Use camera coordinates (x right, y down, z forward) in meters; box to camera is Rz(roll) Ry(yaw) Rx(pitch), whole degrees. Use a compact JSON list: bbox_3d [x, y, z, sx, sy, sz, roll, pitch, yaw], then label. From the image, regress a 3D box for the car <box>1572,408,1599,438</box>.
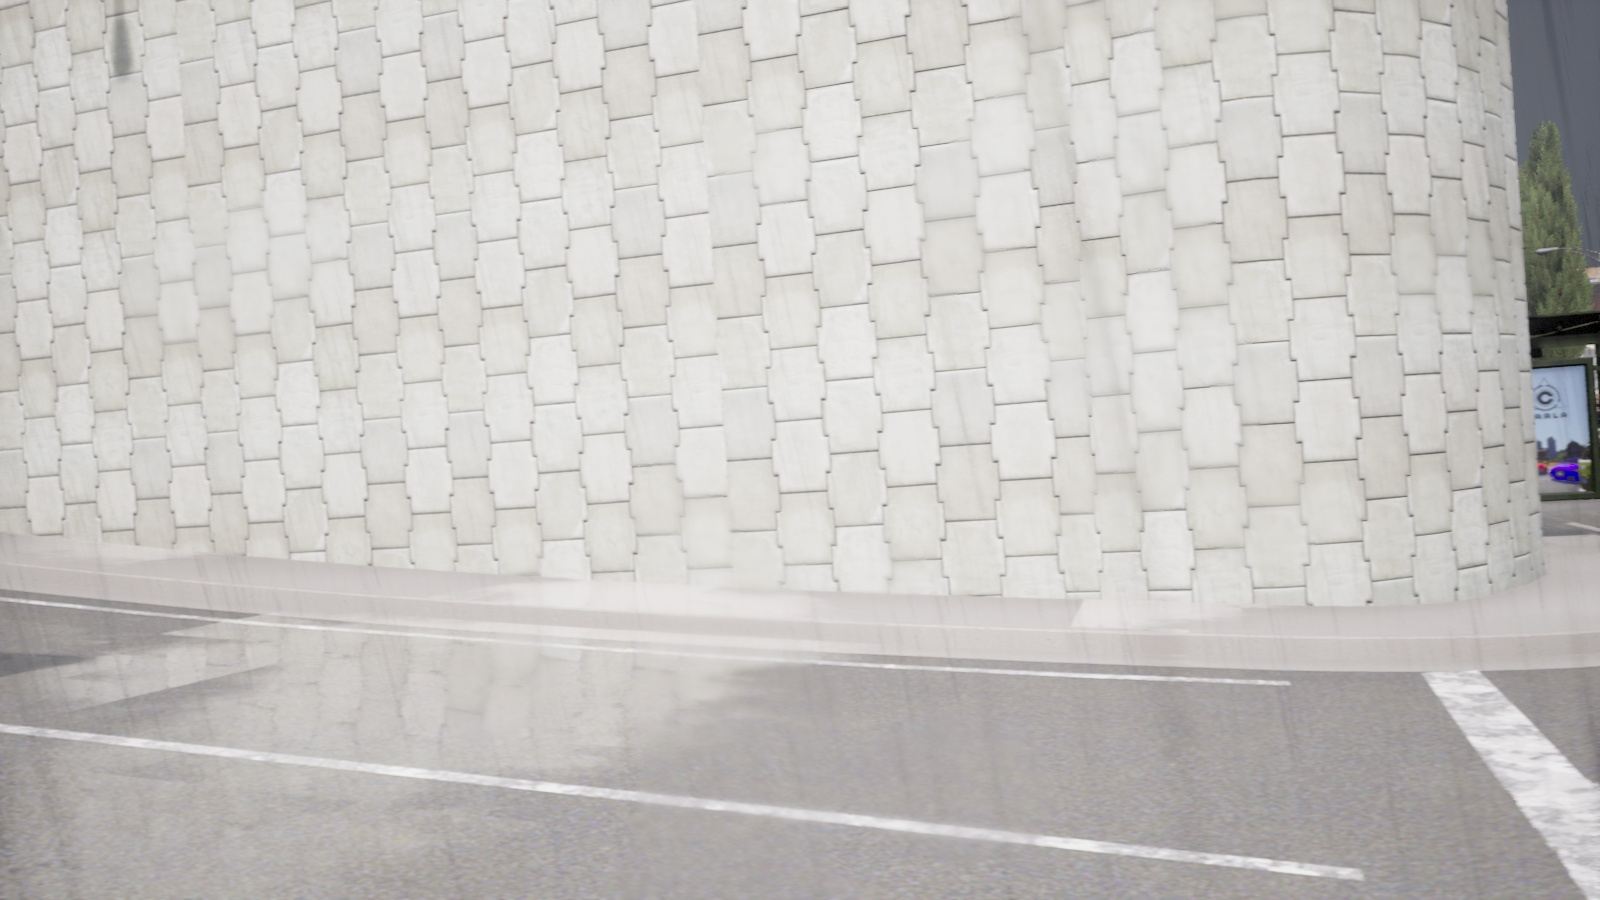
[{"bbox_3d":[48.103,-1.683,74.123,4.611,1.667,2.242,-3,-1,-29],"label":"car"}]
